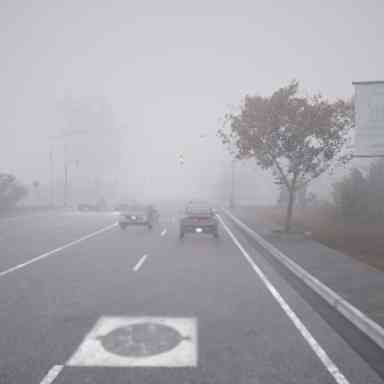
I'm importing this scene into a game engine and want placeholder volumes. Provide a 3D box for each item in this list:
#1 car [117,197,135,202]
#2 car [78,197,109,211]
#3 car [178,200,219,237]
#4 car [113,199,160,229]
[{"bbox_3d":[-6.513,1.209,33.503,1.994,1.385,4.181,0,1,1],"label":"car"},{"bbox_3d":[-9.995,1.173,34.194,2.033,1.411,5.357,0,1,1],"label":"car"},{"bbox_3d":[0.347,1.412,17.283,1.837,1.490,4.892,0,1,1],"label":"car"},{"bbox_3d":[-3.109,1.405,20.480,2.033,1.411,5.357,0,1,1],"label":"car"}]
